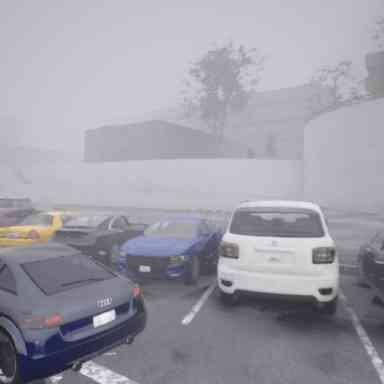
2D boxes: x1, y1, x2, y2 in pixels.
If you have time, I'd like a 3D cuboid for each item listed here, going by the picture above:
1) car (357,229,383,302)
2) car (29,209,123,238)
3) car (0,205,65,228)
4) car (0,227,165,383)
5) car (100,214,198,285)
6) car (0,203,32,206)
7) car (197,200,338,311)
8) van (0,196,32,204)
[{"bbox_3d":[4.494,1.494,6.289,2.231,1.521,4.892,1,0,15],"label":"car"},{"bbox_3d":[-2.806,1.439,11.471,2.231,1.521,4.892,0,-1,15],"label":"car"},{"bbox_3d":[-5.183,1.422,13.386,1.946,1.575,5.366,0,-1,15],"label":"car"},{"bbox_3d":[-2.724,1.530,5.319,4.181,1.385,1.994,0,0,35],"label":"car"},{"bbox_3d":[-0.367,1.454,9.748,2.097,1.535,5.008,1,0,15],"label":"car"},{"bbox_3d":[-7.655,1.441,14.966,2.163,1.488,4.792,0,-1,15],"label":"car"},{"bbox_3d":[2.062,1.220,8.046,2.435,2.045,5.566,0,-1,15],"label":"car"},{"bbox_3d":[-10.114,1.171,16.557,1.878,1.987,4.442,1,0,16],"label":"van"}]
